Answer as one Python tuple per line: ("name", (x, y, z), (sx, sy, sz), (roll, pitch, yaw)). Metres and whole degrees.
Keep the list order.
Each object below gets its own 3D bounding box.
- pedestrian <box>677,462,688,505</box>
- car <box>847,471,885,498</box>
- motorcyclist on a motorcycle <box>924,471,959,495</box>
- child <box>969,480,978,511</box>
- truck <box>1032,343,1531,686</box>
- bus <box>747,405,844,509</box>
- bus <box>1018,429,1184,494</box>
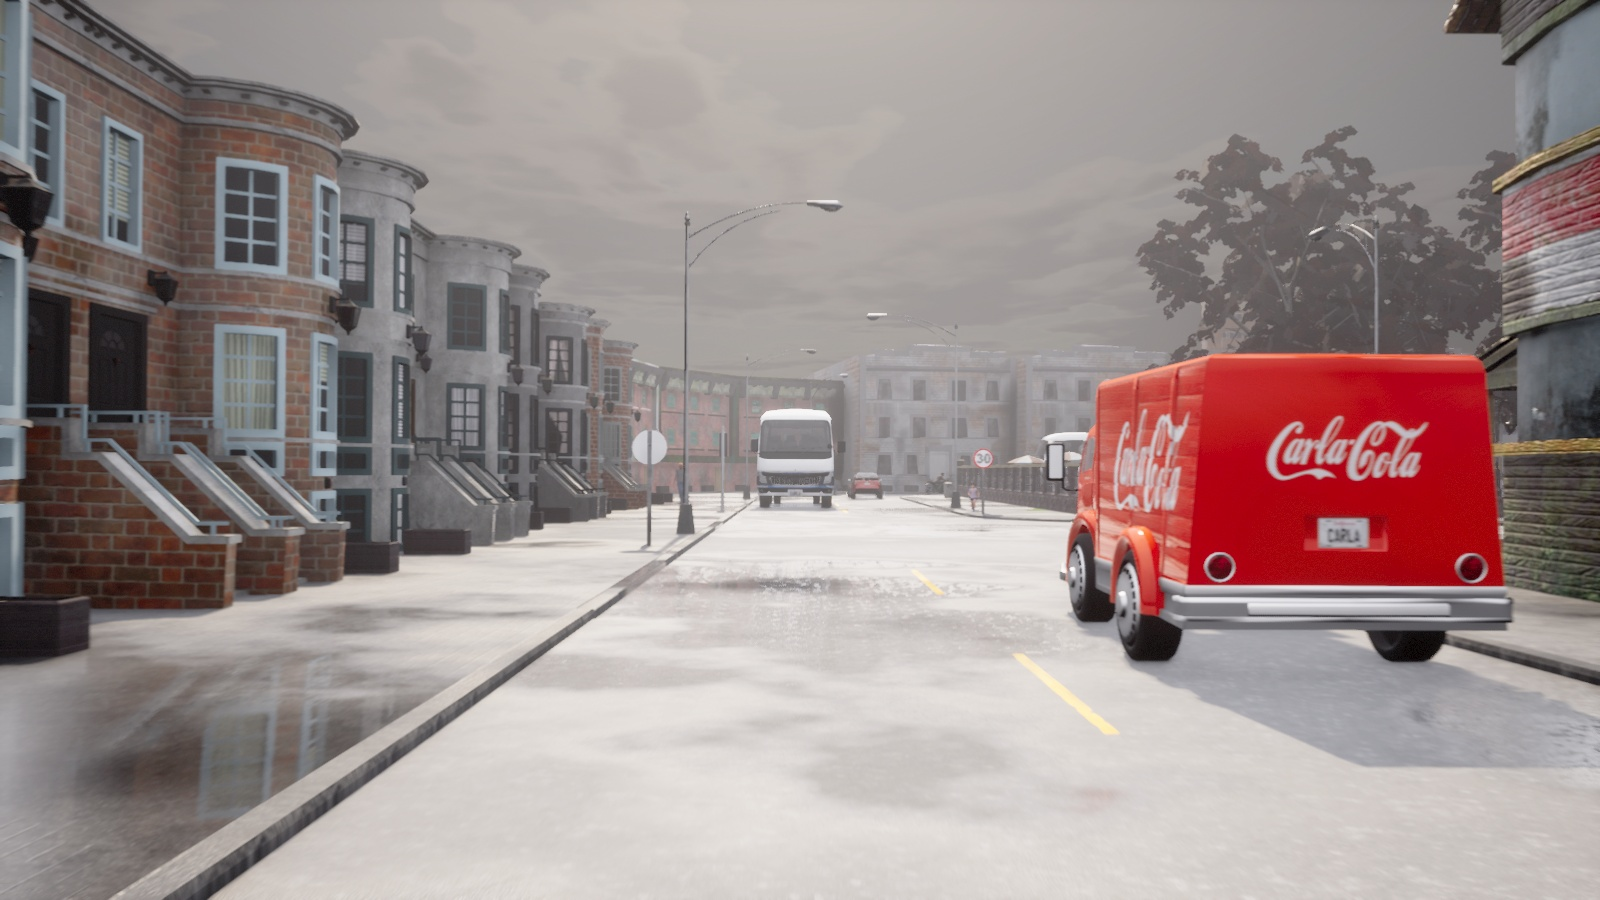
("pedestrian", (-5.143, 1.464, 54.923), (0.354, 1.836, 0.706), (0, -1, 4))
("car", (3.803, 1.965, 72.781), (2.007, 1.525, 4.514), (0, -1, 0))
("motorcyclist on a motorcycle", (9.108, 2.115, 80.824), (2.044, 1.523, 0.797), (0, 1, -17))
("child", (6.376, 1.669, 46.178), (0.255, 1.110, 0.394), (-1, -1, 20))
("truck", (3.965, 0.508, 11.693), (2.627, 2.467, 5.204), (0, -1, 0))
("bus", (-0.155, 0.386, 56.582), (3.944, 4.253, 10.273), (0, -1, 0))
("bus", (20.292, 0.782, 85.154), (10.273, 4.253, 3.944), (0, -1, 0))
